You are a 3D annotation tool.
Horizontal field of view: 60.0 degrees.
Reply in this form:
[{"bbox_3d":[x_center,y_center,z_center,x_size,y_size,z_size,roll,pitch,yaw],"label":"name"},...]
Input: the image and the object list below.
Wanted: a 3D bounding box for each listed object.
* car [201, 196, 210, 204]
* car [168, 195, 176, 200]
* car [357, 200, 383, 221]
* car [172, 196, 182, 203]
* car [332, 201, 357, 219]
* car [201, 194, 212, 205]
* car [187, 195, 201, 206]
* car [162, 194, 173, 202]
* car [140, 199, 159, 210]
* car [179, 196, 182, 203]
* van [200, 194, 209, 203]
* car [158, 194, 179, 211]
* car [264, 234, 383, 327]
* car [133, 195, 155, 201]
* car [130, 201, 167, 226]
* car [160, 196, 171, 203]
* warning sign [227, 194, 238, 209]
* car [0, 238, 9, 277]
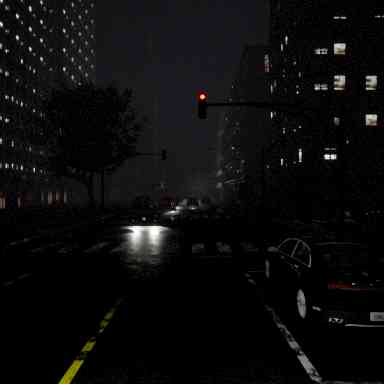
[{"bbox_3d":[2.666,1.578,67.122,1.752,1.417,4.829,0,0,0],"label":"car"},{"bbox_3d":[-5.724,1.654,94.564,2.008,1.369,4.403,0,0,0],"label":"car"},{"bbox_3d":[14.931,1.283,23.796,4.892,1.490,1.837,-1,0,-1],"label":"car"},{"bbox_3d":[-3.023,1.576,69.270,1.812,1.442,4.674,0,0,0],"label":"car"},{"bbox_3d":[13.416,1.350,26.359,4.403,1.369,2.008,-1,1,-1],"label":"car"},{"bbox_3d":[2.668,1.611,61.429,1.947,1.339,4.313,0,0,0],"label":"car"},{"bbox_3d":[0.083,1.638,55.264,1.895,1.301,4.718,0,0,0],"label":"car"},{"bbox_3d":[-5.719,1.386,77.995,2.192,1.841,5.009,0,0,0],"label":"car"},{"bbox_3d":[-5.707,1.592,44.858,1.947,1.339,4.313,0,0,0],"label":"car"},{"bbox_3d":[-3.109,1.636,54.271,1.895,1.301,4.718,0,0,0],"label":"car"},{"bbox_3d":[2.664,1.402,72.475,1.690,1.788,3.998,0,0,0],"label":"van"},{"bbox_3d":[-3.114,1.375,41.445,2.097,1.767,4.553,0,0,0],"label":"car"},{"bbox_3d":[2.686,1.551,6.950,2.008,1.369,4.403,0,0,0],"label":"car"},{"bbox_3d":[-5.706,1.336,39.335,2.192,1.841,5.009,0,0,0],"label":"car"},{"bbox_3d":[-3.108,1.572,23.623,1.994,1.385,4.181,0,0,0],"label":"car"},{"bbox_3d":[-5.716,1.627,72.473,1.947,1.339,4.313,0,0,0],"label":"car"},{"bbox_3d":[5.055,1.139,41.464,1.300,1.860,1.060,0,0,0],"label":"warning sign"},{"bbox_3d":[-5.694,1.545,6.947,1.887,1.381,4.507,0,0,0],"label":"car"}]
